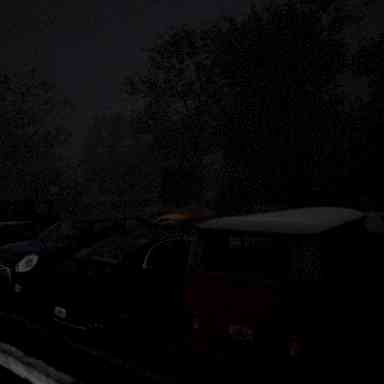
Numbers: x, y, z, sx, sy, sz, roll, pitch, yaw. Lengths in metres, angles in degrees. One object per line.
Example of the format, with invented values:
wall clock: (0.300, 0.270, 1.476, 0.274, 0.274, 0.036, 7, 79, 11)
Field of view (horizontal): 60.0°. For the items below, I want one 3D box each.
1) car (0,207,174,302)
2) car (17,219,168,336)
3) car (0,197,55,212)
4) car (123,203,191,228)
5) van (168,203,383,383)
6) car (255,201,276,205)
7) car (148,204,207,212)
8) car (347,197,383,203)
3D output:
car: (-2.829, 1.426, 8.601, 2.185, 1.767, 4.553, -1, 0, 35)
car: (-0.566, 1.530, 6.945, 2.231, 1.521, 4.892, -1, 0, 35)
car: (-7.434, 1.347, 11.802, 2.435, 2.045, 5.566, -1, 0, 35)
car: (-2.418, 1.626, 24.328, 2.231, 1.521, 4.892, -1, 0, 35)
van: (1.788, 1.280, 5.422, 1.878, 1.987, 4.442, -1, 0, 35)
car: (4.381, 1.431, 19.523, 2.185, 1.767, 4.553, -1, 0, 35)
car: (-0.266, 1.599, 22.563, 1.946, 1.575, 5.366, -1, 0, 35)
car: (8.903, 1.259, 16.304, 2.435, 2.045, 5.566, -1, 0, 35)
